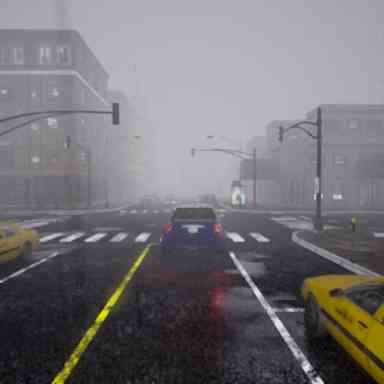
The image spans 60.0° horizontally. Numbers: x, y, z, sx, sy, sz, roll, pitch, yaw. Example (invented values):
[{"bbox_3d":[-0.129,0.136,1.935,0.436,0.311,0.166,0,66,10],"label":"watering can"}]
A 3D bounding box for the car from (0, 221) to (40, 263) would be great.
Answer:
[{"bbox_3d":[-5.809,1.428,8.935,1.752,1.417,4.829,0,1,-1],"label":"car"}]

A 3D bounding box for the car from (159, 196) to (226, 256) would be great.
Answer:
[{"bbox_3d":[0.184,1.214,12.717,2.097,1.767,4.553,0,1,4],"label":"car"}]

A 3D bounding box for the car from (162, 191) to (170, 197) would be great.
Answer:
[{"bbox_3d":[-6.789,0.578,87.122,1.967,1.590,4.097,-1,1,-1],"label":"car"}]

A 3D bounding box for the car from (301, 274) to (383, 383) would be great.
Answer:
[{"bbox_3d":[2.639,1.484,3.679,1.752,1.417,4.829,0,1,-1],"label":"car"}]

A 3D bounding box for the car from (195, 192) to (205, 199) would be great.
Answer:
[{"bbox_3d":[1.736,0.790,75.849,2.008,1.369,4.403,-1,1,-1],"label":"car"}]

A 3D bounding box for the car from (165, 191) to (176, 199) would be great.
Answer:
[{"bbox_3d":[-3.779,0.937,59.703,2.033,1.411,5.357,0,1,0],"label":"car"}]

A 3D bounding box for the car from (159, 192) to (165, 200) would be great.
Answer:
[{"bbox_3d":[-6.430,0.951,58.644,2.008,1.369,4.403,0,1,-1],"label":"car"}]

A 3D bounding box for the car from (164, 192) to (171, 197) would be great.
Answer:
[{"bbox_3d":[-6.856,0.614,92.649,1.752,1.417,4.829,-1,1,-1],"label":"car"}]

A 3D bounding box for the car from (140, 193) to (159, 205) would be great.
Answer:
[{"bbox_3d":[-6.288,1.060,47.252,2.008,1.369,4.403,0,1,-1],"label":"car"}]

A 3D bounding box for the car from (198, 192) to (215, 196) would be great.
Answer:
[{"bbox_3d":[2.162,1.004,41.672,1.967,1.590,4.097,0,1,-1],"label":"car"}]

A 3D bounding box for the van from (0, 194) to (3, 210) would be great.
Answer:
[{"bbox_3d":[-18.114,0.984,27.850,3.998,1.788,1.690,0,1,-1],"label":"van"}]

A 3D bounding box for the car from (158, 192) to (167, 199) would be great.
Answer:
[{"bbox_3d":[-6.642,0.767,75.562,1.752,1.417,4.829,0,1,-1],"label":"car"}]

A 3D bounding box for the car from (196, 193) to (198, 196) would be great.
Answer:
[{"bbox_3d":[2.021,1.035,53.066,1.802,1.307,4.206,0,1,-1],"label":"car"}]
